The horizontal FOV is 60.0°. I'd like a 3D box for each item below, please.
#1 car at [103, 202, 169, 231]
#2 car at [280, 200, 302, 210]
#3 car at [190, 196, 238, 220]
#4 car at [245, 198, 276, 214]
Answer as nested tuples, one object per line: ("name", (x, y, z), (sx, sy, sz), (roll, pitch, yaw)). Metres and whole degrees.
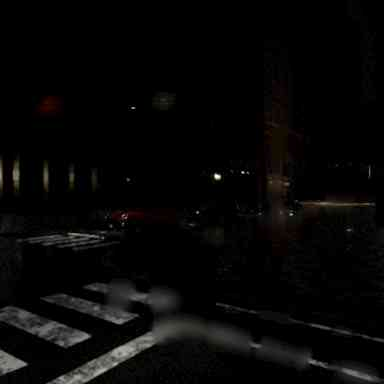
("car", (-3.541, 1.467, 21.722), (2.097, 1.767, 4.553), (-1, 0, 35))
("car", (13.524, 1.713, 45.382), (1.994, 1.385, 4.181), (-1, 0, 36))
("car", (2.072, 1.347, 29.543), (2.150, 2.045, 5.566), (-1, 0, 36))
("car", (7.782, 1.489, 37.453), (2.097, 1.767, 4.553), (-1, 0, 36))
